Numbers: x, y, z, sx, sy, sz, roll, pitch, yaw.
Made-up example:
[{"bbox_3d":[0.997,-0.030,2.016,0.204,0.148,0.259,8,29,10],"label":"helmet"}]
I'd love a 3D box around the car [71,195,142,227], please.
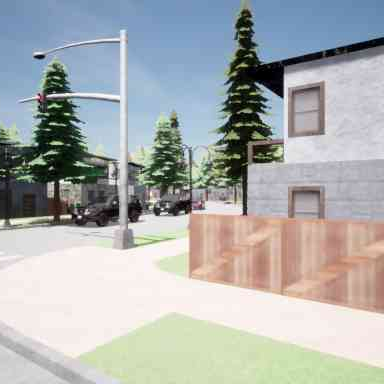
[{"bbox_3d":[-5.715,1.202,23.130,2.150,2.045,5.566,0,0,27],"label":"car"}]

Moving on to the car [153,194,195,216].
[{"bbox_3d":[-1.830,1.202,32.509,2.150,2.045,5.566,0,0,18],"label":"car"}]

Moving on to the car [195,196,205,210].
[{"bbox_3d":[0.419,1.333,42.111,2.097,1.767,4.553,0,0,9],"label":"car"}]
